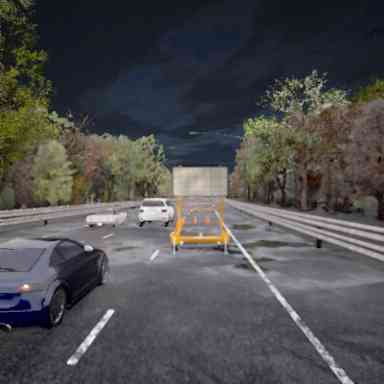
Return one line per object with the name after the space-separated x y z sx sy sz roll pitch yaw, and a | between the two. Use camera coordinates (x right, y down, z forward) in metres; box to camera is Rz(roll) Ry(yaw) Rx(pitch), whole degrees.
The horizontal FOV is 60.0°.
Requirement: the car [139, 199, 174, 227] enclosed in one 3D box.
-2.669 1.525 25.890 2.150 2.045 5.566 0 -1 2 | car

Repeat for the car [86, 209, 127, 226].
-6.195 1.910 24.813 1.895 1.301 4.718 0 -1 2 | car

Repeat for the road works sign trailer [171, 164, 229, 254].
0.362 0.626 14.273 2.380 3.560 2.880 0 -1 2 | road works sign trailer

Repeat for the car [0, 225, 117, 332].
-3.207 1.661 7.152 1.994 1.385 4.181 0 -1 1 | car
